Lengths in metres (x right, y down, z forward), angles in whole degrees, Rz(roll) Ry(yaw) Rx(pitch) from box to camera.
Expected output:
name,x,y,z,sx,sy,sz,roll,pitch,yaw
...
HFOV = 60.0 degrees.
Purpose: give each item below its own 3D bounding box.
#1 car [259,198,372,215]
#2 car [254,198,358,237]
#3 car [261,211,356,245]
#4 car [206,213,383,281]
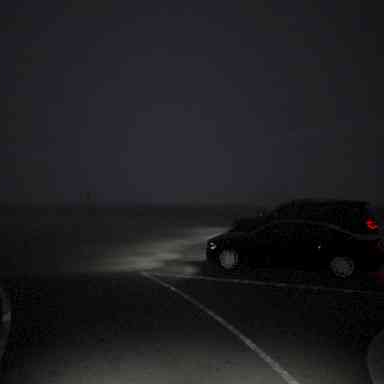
name,x,y,z,sx,sy,sz,roll,pitch,yaw
car,4.296,1.346,13.291,5.566,2.045,2.150,0,-1,20
car,6.668,1.406,19.877,5.566,2.045,2.150,0,-1,20
car,5.708,1.717,16.498,4.181,1.385,1.994,0,-1,20
car,2.907,1.574,10.071,5.008,1.535,1.882,0,-1,20
